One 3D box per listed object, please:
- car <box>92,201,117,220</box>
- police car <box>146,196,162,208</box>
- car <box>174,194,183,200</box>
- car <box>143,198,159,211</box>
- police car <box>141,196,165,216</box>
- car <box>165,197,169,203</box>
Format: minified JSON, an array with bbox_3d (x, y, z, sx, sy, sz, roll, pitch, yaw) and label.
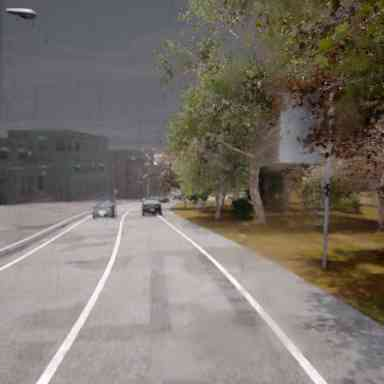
[{"bbox_3d":[-7.846,1.592,30.072,2.128,1.511,4.902,-1,0,-9],"label":"car"},{"bbox_3d":[-5.530,1.407,48.707,1.930,1.638,5.238,0,0,-2],"label":"police car"},{"bbox_3d":[-3.014,1.266,80.627,1.837,1.490,4.892,1,0,15],"label":"car"},{"bbox_3d":[-5.206,1.528,42.715,1.812,1.442,4.674,-1,0,-5],"label":"car"},{"bbox_3d":[-4.050,1.438,33.055,1.930,1.638,5.238,-1,0,-9],"label":"police car"},{"bbox_3d":[-5.740,1.533,65.850,1.895,1.301,4.718,0,0,7],"label":"car"}]
